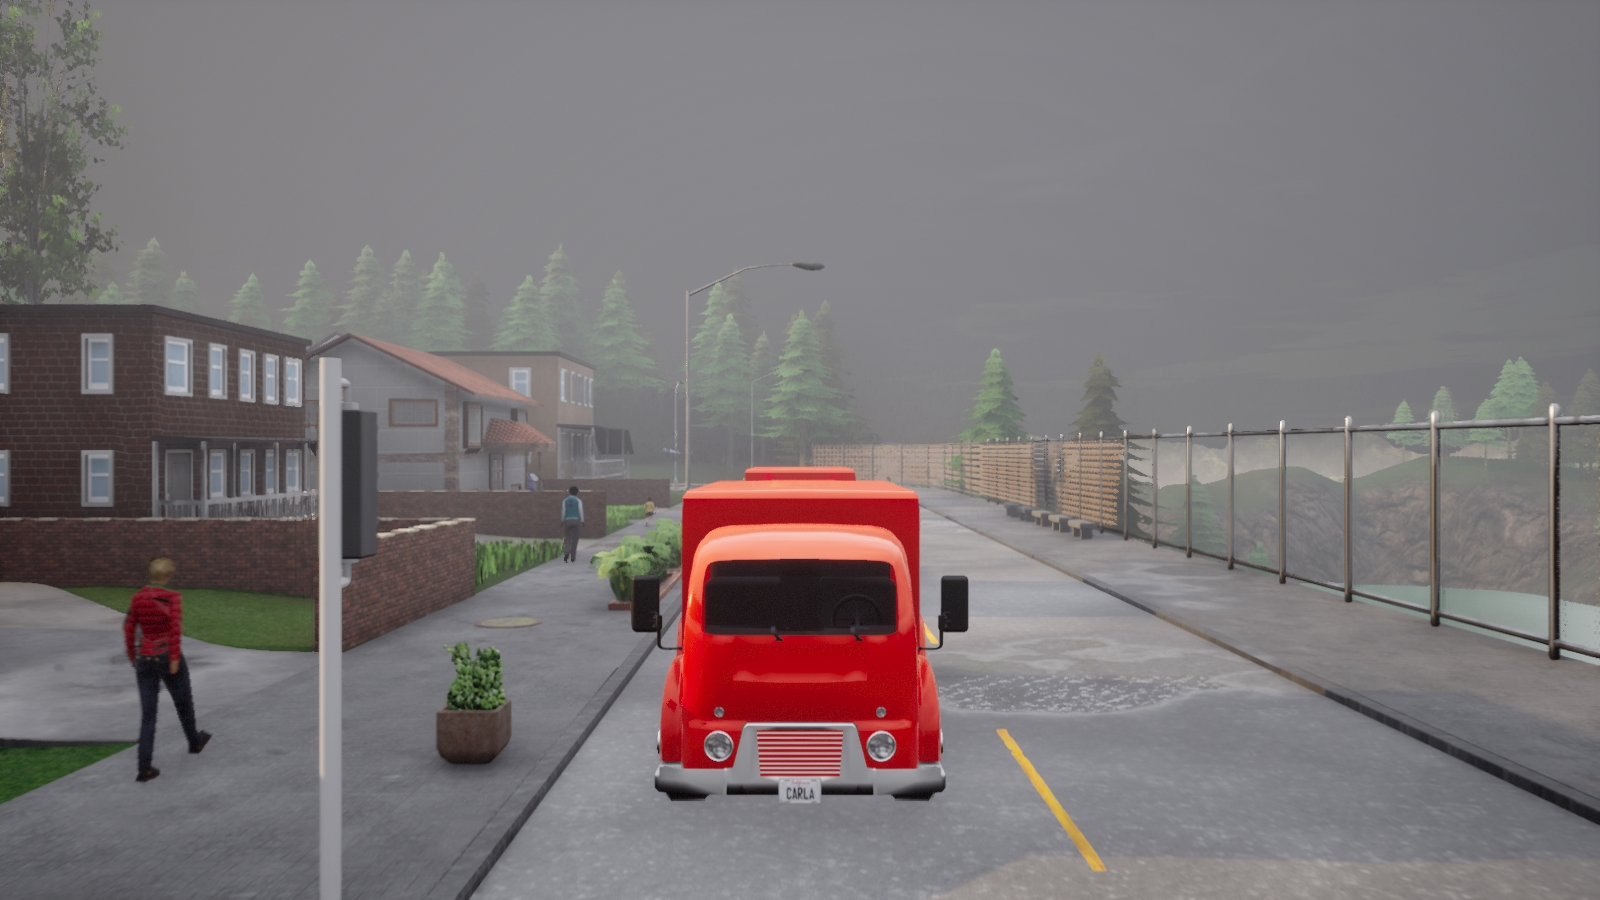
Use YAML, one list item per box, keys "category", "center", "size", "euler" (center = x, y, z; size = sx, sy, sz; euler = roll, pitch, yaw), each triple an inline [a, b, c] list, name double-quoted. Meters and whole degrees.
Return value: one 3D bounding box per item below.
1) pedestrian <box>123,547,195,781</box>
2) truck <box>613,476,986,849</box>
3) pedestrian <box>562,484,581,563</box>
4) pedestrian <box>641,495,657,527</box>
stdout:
- category: "pedestrian"
  center: [-5.284, 1.745, 9.428]
  size: [0.375, 1.860, 0.375]
  euler: [0, 0, 0]
- category: "truck"
  center: [0.007, 1.561, 10.663]
  size: [2.627, 2.467, 5.204]
  euler: [0, 0, 0]
- category: "pedestrian"
  center: [-5.434, 1.746, 27.148]
  size: [0.375, 1.860, 0.375]
  euler: [0, 0, 2]
- category: "pedestrian"
  center: [-5.288, 2.123, 39.946]
  size: [0.500, 1.100, 0.500]
  euler: [0, 0, 0]
